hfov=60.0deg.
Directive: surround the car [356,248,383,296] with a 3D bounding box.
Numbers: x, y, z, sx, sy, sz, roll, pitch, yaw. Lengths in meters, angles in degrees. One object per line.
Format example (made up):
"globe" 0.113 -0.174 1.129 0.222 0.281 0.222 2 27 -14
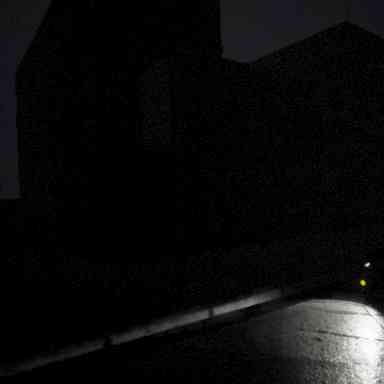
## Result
"car" 5.472 1.499 7.288 4.181 1.385 1.994 -1 0 -36
